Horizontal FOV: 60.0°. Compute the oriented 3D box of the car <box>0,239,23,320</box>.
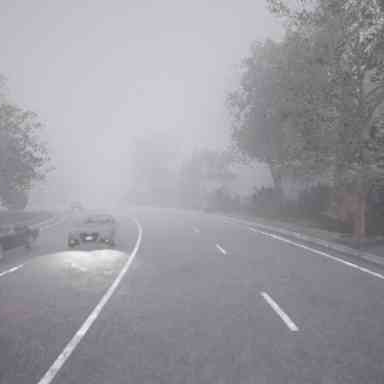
[{"bbox_3d":[-3.733,1.561,3.081,1.837,1.490,4.892,-1,0,-1],"label":"car"}]

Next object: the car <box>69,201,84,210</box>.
[{"bbox_3d":[-17.498,2.128,50.179,1.837,1.490,4.892,-2,0,-25],"label":"car"}]

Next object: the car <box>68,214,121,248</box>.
[{"bbox_3d":[-4.541,1.784,15.974,1.994,1.385,4.181,-1,-1,-7],"label":"car"}]

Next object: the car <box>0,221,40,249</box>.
[{"bbox_3d":[-7.734,1.832,13.024,1.895,1.301,4.718,-1,-1,-5],"label":"car"}]
